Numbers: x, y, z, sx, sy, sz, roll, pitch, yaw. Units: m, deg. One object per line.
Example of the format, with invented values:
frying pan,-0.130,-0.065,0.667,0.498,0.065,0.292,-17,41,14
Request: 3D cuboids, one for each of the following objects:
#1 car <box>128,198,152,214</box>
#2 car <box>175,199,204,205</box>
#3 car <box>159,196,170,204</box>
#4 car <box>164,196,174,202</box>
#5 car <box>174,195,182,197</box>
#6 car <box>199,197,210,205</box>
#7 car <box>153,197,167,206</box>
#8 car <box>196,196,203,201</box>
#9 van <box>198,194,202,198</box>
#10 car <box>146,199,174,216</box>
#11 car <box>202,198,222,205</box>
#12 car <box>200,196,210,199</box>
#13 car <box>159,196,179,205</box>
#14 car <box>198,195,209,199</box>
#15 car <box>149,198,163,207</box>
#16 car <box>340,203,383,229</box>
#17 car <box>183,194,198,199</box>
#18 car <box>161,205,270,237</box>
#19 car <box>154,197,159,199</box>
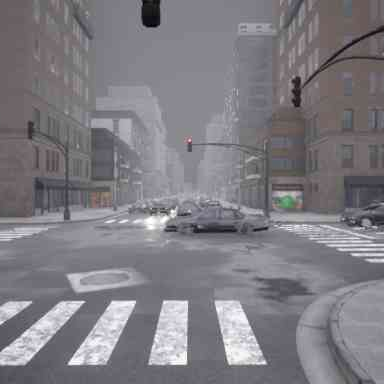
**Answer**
car,-5.665,1.478,36.152,1.967,1.590,4.097,0,0,0
car,-0.233,1.592,29.849,1.994,1.385,4.181,0,0,-2
car,-5.604,1.548,69.216,1.967,1.590,4.097,0,0,0
car,-5.584,1.690,80.237,2.008,1.369,4.403,0,0,0
car,-3.085,1.634,53.452,1.994,1.385,4.181,0,0,0
car,2.410,1.644,63.691,2.008,1.369,4.403,0,0,0
car,-5.625,1.631,58.194,2.008,1.369,4.403,0,0,0
car,2.050,1.693,90.105,1.812,1.442,4.674,0,0,0
van,2.400,1.421,58.180,1.690,1.788,3.998,0,0,0
car,-3.133,1.635,33.515,1.895,1.301,4.718,0,0,0
car,2.359,1.604,36.136,1.947,1.339,4.313,0,0,0
car,2.380,1.639,47.159,1.802,1.307,4.206,0,0,0
car,-3.110,1.614,43.493,1.994,1.385,4.181,0,0,1
car,2.390,1.634,52.669,1.947,1.339,4.313,0,0,0
car,-5.635,1.650,52.684,1.802,1.307,4.206,0,0,0
car,11.813,1.461,20.642,4.892,1.490,1.837,0,0,0
car,-0.226,1.657,63.704,1.994,1.385,4.181,0,0,0
car,1.267,1.549,17.364,5.357,1.411,2.033,0,0,0
car,-5.655,1.487,41.663,1.967,1.590,4.097,0,0,0
